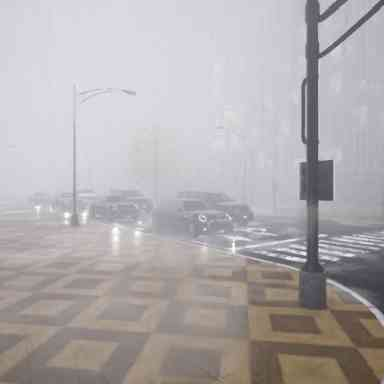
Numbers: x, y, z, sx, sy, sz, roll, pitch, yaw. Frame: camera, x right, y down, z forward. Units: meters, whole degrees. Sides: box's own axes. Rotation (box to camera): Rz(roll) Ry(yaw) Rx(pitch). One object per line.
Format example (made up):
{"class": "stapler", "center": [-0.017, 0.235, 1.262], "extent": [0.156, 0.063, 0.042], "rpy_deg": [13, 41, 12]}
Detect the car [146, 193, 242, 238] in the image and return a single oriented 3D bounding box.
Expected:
{"class": "car", "center": [-0.072, 1.124, 16.499], "extent": [2.097, 1.767, 4.553], "rpy_deg": [0, 1, -38]}

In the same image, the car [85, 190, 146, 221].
{"class": "car", "center": [-5.488, 0.964, 23.342], "extent": [2.097, 1.767, 4.553], "rpy_deg": [0, 1, -38]}

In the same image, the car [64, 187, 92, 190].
{"class": "car", "center": [-12.127, 0.557, 37.051], "extent": [2.150, 2.045, 5.566], "rpy_deg": [0, 1, -37]}

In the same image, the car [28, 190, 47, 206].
{"class": "car", "center": [-17.838, 0.771, 39.079], "extent": [1.812, 1.442, 4.674], "rpy_deg": [0, 1, -38]}

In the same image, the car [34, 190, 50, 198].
{"class": "car", "center": [-28.753, 0.280, 63.747], "extent": [1.812, 1.442, 4.674], "rpy_deg": [0, 1, -38]}

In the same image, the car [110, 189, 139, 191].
{"class": "car", "center": [-5.507, 0.753, 28.616], "extent": [2.150, 2.045, 5.566], "rpy_deg": [0, 1, -38]}

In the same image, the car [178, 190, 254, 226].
{"class": "car", "center": [1.118, 0.950, 20.194], "extent": [2.150, 2.045, 5.566], "rpy_deg": [0, 1, -40]}

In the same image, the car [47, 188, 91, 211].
{"class": "car", "center": [-11.522, 0.785, 31.004], "extent": [2.097, 1.767, 4.553], "rpy_deg": [0, 1, -38]}
